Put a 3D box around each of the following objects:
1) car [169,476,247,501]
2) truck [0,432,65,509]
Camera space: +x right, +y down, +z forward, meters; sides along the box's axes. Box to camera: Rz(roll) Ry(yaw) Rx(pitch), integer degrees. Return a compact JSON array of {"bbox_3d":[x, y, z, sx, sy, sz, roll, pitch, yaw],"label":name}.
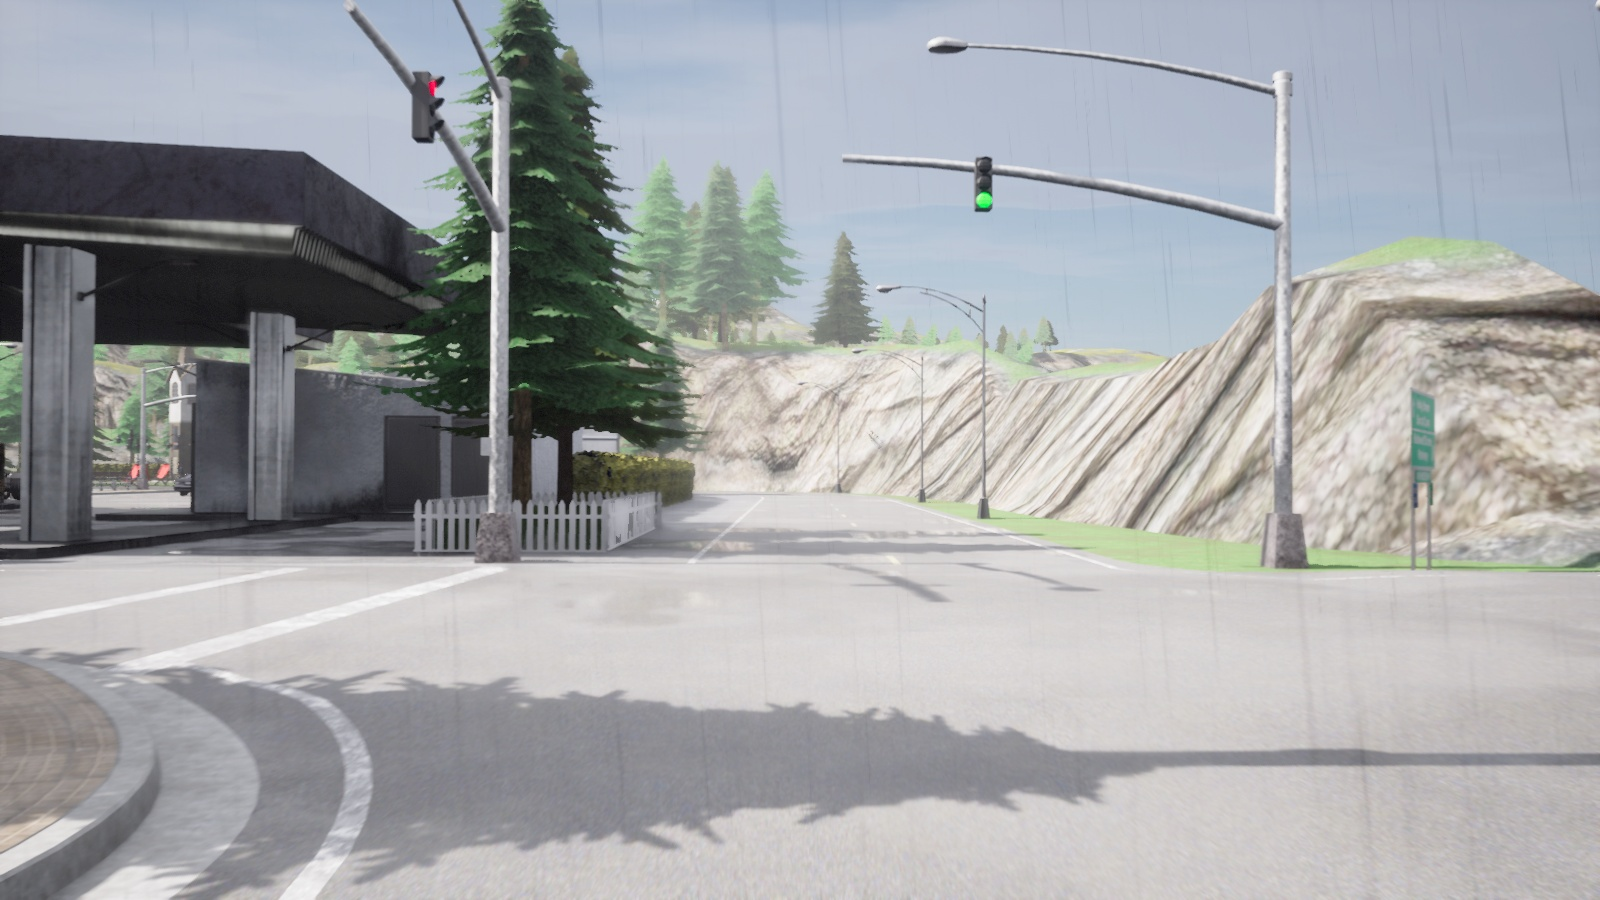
[{"bbox_3d":[-34.449,2.226,73.268,2.033,1.411,5.357,0,-1,0],"label":"car"},{"bbox_3d":[-37.820,0.957,58.205,2.891,3.462,7.936,0,-1,-1],"label":"truck"}]
